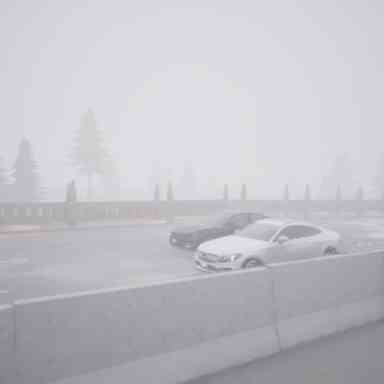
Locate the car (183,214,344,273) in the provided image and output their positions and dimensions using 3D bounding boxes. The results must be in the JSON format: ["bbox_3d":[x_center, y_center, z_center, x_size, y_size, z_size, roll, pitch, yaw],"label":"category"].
[{"bbox_3d":[2.296,1.509,9.354,4.674,1.442,1.812,0,0,-31],"label":"car"}]

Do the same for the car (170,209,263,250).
[{"bbox_3d":[1.547,1.451,12.970,5.008,1.535,1.882,0,0,-30],"label":"car"}]
